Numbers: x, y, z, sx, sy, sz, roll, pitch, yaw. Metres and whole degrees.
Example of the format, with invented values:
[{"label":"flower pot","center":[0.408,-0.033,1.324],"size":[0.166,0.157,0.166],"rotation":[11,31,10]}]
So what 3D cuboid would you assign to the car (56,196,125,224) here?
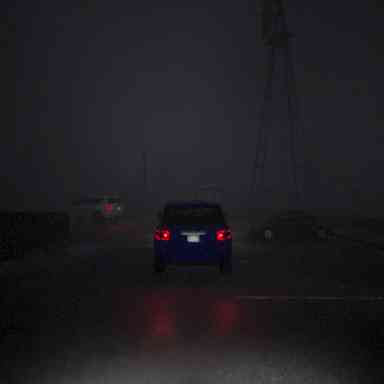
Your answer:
[{"label":"car","center":[-7.839,1.313,25.593],"size":[5.566,2.045,2.150],"rotation":[-1,0,24]}]

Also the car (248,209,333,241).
[{"label":"car","center":[4.757,1.578,16.442],"size":[3.905,1.438,1.784],"rotation":[0,0,0]}]

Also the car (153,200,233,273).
[{"label":"car","center":[-0.007,1.263,10.958],"size":[2.150,2.045,5.566],"rotation":[0,0,-1]}]
